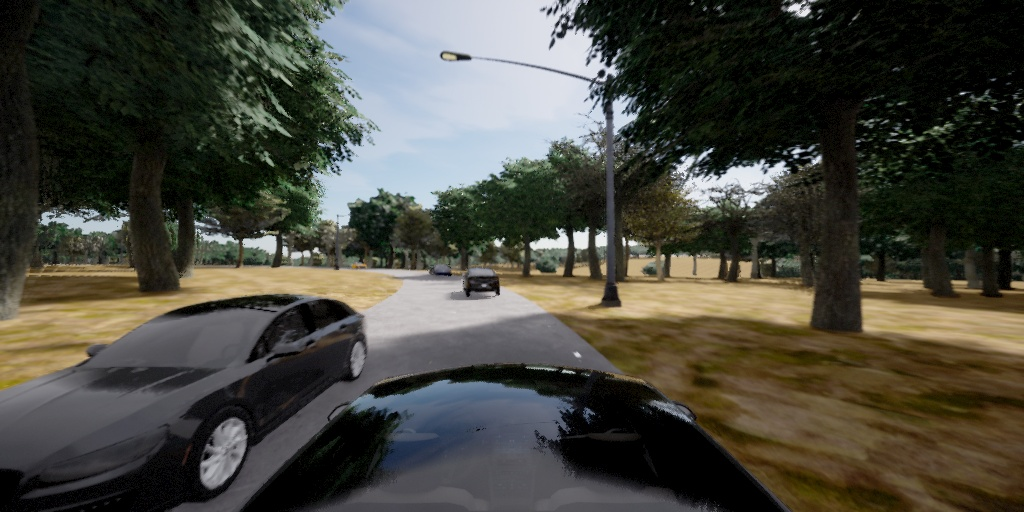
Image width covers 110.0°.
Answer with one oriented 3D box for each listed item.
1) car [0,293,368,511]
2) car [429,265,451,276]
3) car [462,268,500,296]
[{"bbox_3d":[-3.399,1.299,4.506,1.837,1.490,4.892,0,-1,-2],"label":"car"},{"bbox_3d":[-8.909,1.759,44.239,1.994,1.385,4.181,0,-1,-23],"label":"car"},{"bbox_3d":[-1.903,1.425,21.277,1.882,1.535,5.008,0,0,-10],"label":"car"}]
